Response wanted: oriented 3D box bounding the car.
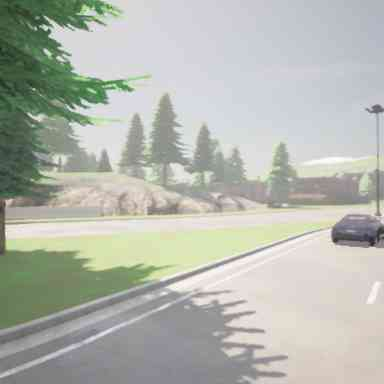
[{"bbox_3d":[8.569,1.805,16.980,1.994,1.385,4.181,-1,-1,37],"label":"car"}]
